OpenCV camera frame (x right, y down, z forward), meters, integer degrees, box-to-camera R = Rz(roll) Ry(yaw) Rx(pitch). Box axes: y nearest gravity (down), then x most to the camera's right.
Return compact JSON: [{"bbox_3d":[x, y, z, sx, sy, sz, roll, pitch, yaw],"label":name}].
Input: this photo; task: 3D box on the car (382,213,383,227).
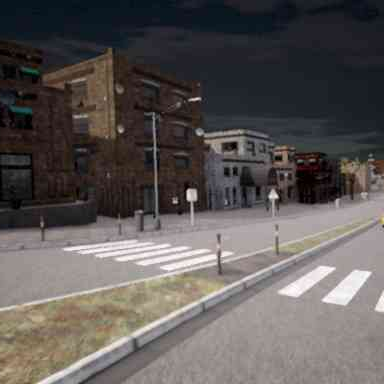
[{"bbox_3d":[17.264,2.163,28.034,1.882,1.535,5.008,0,-1,35],"label":"car"}]
